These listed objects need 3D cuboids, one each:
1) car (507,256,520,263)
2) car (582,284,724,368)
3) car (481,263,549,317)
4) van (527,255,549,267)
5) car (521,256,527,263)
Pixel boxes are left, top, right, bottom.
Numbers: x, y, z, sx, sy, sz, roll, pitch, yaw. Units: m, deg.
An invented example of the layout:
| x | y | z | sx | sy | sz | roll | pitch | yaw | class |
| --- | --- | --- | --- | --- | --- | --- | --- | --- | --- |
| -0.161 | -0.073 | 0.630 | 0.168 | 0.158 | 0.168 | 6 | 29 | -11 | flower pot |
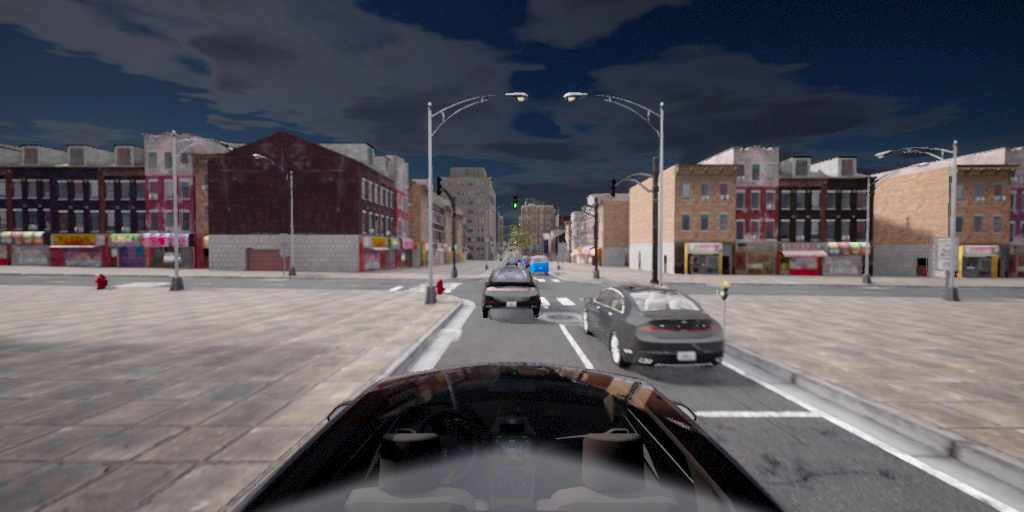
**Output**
| x | y | z | sx | sy | sz | roll | pitch | yaw | class |
| --- | --- | --- | --- | --- | --- | --- | --- | --- | --- |
| 0.045 | 1.064 | 64.842 | 1.994 | 1.385 | 4.181 | 0 | 0 | 0 | car |
| 2.636 | 1.255 | 7.586 | 2.007 | 1.370 | 4.403 | 0 | 0 | 0 | car |
| -0.076 | 1.162 | 12.758 | 2.128 | 1.511 | 4.902 | 0 | 0 | -1 | car |
| 2.632 | 0.897 | 34.541 | 1.690 | 1.789 | 3.998 | 0 | 0 | 0 | van |
| 2.631 | 0.837 | 45.122 | 2.192 | 1.841 | 5.009 | 0 | 0 | 0 | car |
